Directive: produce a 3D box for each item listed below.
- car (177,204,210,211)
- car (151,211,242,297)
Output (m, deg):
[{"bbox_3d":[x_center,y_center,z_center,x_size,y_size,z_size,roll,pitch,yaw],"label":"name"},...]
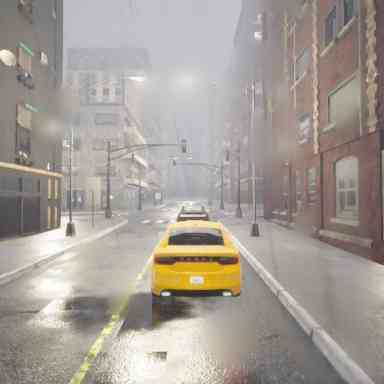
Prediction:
[{"bbox_3d":[0.075,1.514,20.708,2.128,1.511,4.902,0,0,0],"label":"car"},{"bbox_3d":[0.088,1.484,8.654,1.882,1.535,5.008,0,0,0],"label":"car"}]
